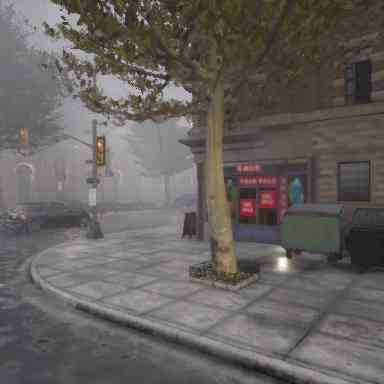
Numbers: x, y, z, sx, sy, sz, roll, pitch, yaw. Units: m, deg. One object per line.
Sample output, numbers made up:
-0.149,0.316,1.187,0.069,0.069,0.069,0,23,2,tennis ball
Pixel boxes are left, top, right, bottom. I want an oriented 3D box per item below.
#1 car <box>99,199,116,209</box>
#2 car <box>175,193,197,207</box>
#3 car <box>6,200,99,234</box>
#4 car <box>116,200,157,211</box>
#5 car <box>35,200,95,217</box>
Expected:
-11.998,1.595,45.119,1.895,1.301,4.718,0,0,36,car
-0.258,1.221,49.902,2.150,2.045,5.566,0,0,36,car
-8.146,1.352,19.471,2.097,1.767,4.553,0,0,38,car
-6.600,1.601,41.234,1.895,1.301,4.718,0,0,36,car
-12.499,1.547,33.152,2.033,1.411,5.357,0,0,36,car
